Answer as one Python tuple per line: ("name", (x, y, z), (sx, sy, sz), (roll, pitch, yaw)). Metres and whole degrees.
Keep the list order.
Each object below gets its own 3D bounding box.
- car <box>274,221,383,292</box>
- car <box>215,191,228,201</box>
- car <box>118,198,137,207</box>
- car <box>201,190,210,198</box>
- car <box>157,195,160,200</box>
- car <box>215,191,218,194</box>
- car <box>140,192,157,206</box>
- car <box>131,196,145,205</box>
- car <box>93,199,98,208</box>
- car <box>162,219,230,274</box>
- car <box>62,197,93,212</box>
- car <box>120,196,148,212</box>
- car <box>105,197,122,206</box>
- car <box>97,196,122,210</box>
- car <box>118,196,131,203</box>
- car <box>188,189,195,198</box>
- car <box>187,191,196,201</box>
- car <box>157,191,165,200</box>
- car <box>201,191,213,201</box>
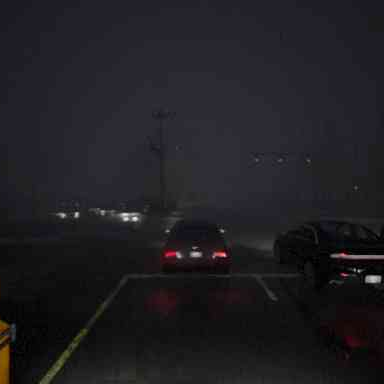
("car", (3.595, 1.520, 9.010), (2.128, 1.511, 4.902), (0, 0, 0))
("car", (6.909, 1.225, 73.848), (1.994, 1.385, 4.181), (0, 4, 0))
("car", (-10.574, 1.716, 54.689), (2.033, 1.411, 5.357), (0, 0, 0))
("car", (3.358, 0.448, 83.494), (1.994, 1.385, 4.181), (0, 6, 0))
("car", (-7.055, 1.699, 61.051), (2.033, 1.411, 5.357), (0, 1, 0))
("car", (6.858, 0.396, 83.506), (1.837, 1.490, 4.892), (0, 6, 0))
("car", (-7.077, 1.378, 50.814), (2.150, 2.045, 5.566), (0, 0, 0))
("car", (-10.545, 1.550, 64.946), (1.882, 1.535, 5.008), (0, 2, 0))
("car", (-14.079, 1.702, 50.018), (2.033, 1.411, 5.357), (0, 0, 0))
("car", (0.099, 1.580, 10.611), (2.033, 1.411, 5.357), (0, 0, 0))
("car", (-14.087, 1.477, 40.554), (2.097, 1.767, 4.553), (0, 0, 0))
("car", (-7.054, 1.618, 40.960), (2.128, 1.511, 4.902), (0, 0, -1))
("car", (-14.051, 1.670, 59.542), (1.837, 1.490, 4.892), (0, 0, 0))
("car", (-10.584, 1.685, 44.624), (2.033, 1.411, 5.357), (0, 0, 0))
("car", (-14.069, 1.495, 69.461), (1.895, 1.301, 4.718), (0, 2, 0))
("car", (-0.142, 0.374, 83.467), (1.882, 1.535, 5.008), (0, 6, 0))
("car", (-0.089, 1.197, 73.440), (1.837, 1.490, 4.892), (0, 4, 0))
("car", (-7.090, 0.872, 73.623), (2.150, 2.045, 5.566), (0, 3, 0))
("car", (3.410, 1.048, 73.539), (2.097, 1.767, 4.553), (0, 4, 0))
